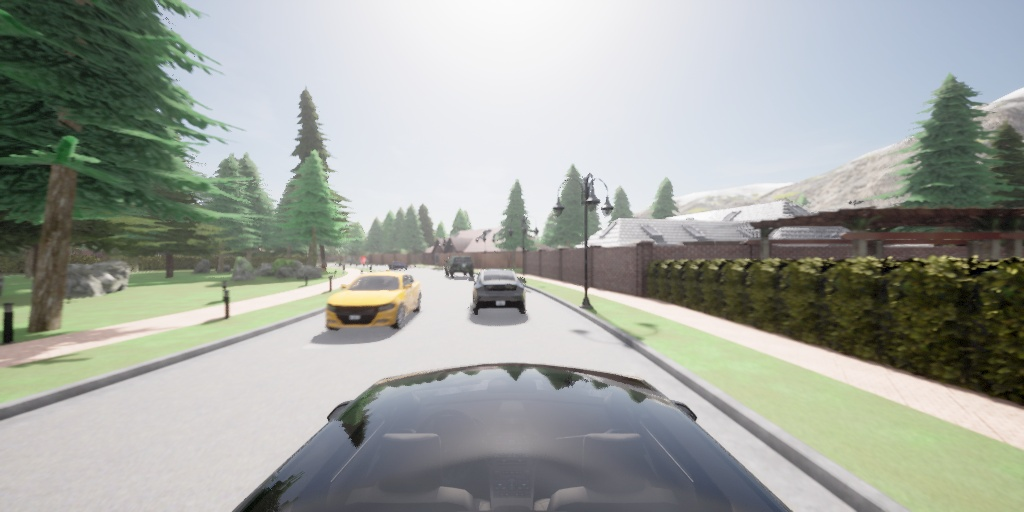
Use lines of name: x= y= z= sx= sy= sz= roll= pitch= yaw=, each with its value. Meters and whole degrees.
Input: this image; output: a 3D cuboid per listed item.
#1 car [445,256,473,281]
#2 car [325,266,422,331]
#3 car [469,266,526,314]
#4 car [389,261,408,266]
car: x=-5.246 y=1.005 z=35.320 sx=2.150 sy=2.045 sz=5.566 roll=0 pitch=0 yaw=-18
car: x=-4.072 y=1.237 z=11.298 sx=1.882 sy=1.535 sz=5.008 roll=0 pitch=0 yaw=-5
car: x=-0.604 y=1.267 z=13.919 sx=1.837 sy=1.490 sz=4.892 roll=0 pitch=0 yaw=-6
car: x=-16.068 y=1.400 z=50.664 sx=1.895 sy=1.301 sz=4.718 roll=0 pitch=0 yaw=-29
